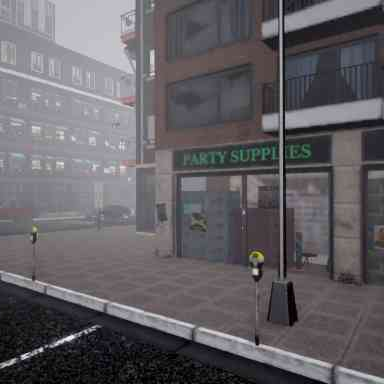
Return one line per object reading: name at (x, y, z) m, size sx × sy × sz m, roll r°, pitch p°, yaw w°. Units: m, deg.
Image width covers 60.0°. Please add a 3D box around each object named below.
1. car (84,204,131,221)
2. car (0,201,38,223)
car at (-8.058, 1.941, 32.033) m, size 1.837 × 1.490 × 4.892 m, roll 0°, pitch -2°, yaw 35°
car at (-14.946, 1.609, 26.706) m, size 2.192 × 1.841 × 5.009 m, roll -1°, pitch -2°, yaw 35°
